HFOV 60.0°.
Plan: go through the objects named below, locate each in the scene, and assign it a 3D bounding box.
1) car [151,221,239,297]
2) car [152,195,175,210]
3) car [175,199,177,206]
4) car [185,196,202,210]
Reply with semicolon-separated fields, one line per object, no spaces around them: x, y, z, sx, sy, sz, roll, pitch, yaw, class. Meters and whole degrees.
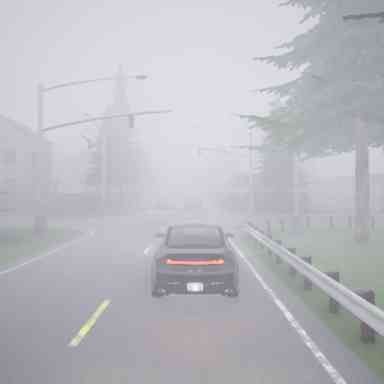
0.077;1.502;8.554;1.837;1.490;4.892;0;0;0;car
-3.529;1.492;41.746;1.837;1.490;4.892;0;0;0;car
-3.503;1.462;53.202;1.882;1.535;5.008;0;1;0;car
0.163;1.340;43.091;2.097;1.767;4.553;0;0;0;car
